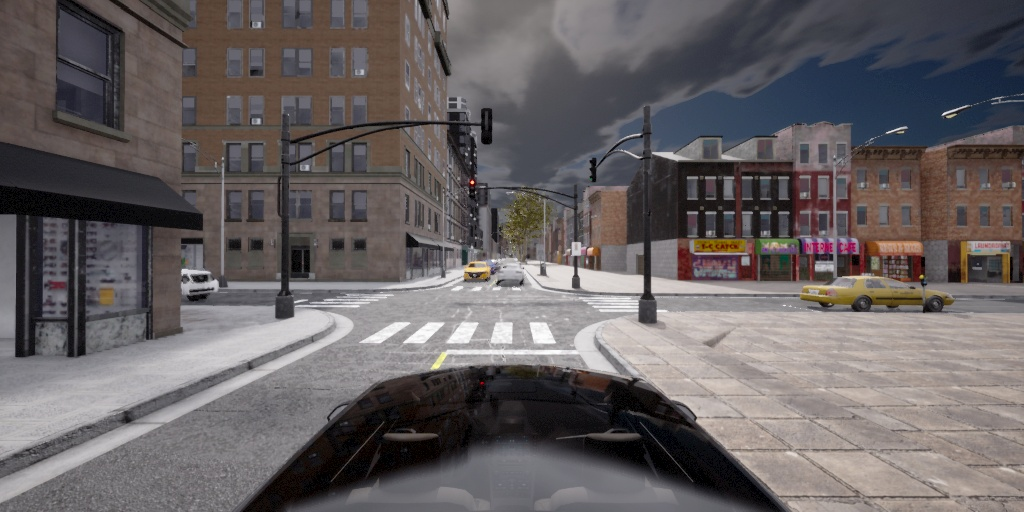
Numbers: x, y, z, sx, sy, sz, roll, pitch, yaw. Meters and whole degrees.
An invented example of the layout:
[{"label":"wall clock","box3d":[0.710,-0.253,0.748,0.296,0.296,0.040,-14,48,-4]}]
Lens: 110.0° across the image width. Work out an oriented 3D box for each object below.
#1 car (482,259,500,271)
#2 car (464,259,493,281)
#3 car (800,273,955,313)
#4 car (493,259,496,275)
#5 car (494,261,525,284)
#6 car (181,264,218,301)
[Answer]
[{"label":"car","box3d":[-2.840,1.219,49.524,2.128,1.511,4.902,0,0,0]},{"label":"car","box3d":[-2.841,1.214,29.829,1.882,1.535,5.008,0,0,0]},{"label":"car","box3d":[13.884,1.346,13.735,4.829,1.417,1.751,0,0,0]},{"label":"car","box3d":[-2.850,1.208,39.233,1.882,1.535,5.008,0,0,0]},{"label":"car","box3d":[-0.064,1.264,26.820,1.812,1.442,4.674,0,0,3]},{"label":"car","box3d":[-15.303,0.887,14.577,5.566,2.045,2.150,0,0,0]}]
